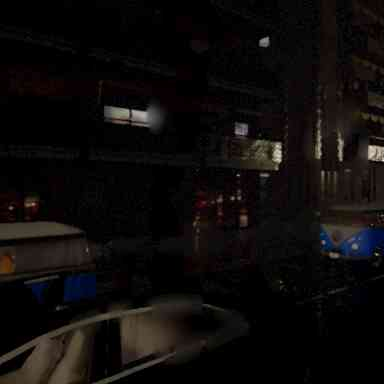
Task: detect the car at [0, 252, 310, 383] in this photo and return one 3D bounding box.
[{"bbox_3d":[-1.137,1.488,2.561,4.902,1.511,2.128,-1,0,-35],"label":"car"}]

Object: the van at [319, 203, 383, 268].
[{"bbox_3d":[5.745,1.264,10.659,3.998,1.788,1.690,-1,0,-36],"label":"van"}]

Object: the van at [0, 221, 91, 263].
[{"bbox_3d":[-3.271,1.343,4.224,3.998,1.788,1.690,-1,0,-36],"label":"van"}]
